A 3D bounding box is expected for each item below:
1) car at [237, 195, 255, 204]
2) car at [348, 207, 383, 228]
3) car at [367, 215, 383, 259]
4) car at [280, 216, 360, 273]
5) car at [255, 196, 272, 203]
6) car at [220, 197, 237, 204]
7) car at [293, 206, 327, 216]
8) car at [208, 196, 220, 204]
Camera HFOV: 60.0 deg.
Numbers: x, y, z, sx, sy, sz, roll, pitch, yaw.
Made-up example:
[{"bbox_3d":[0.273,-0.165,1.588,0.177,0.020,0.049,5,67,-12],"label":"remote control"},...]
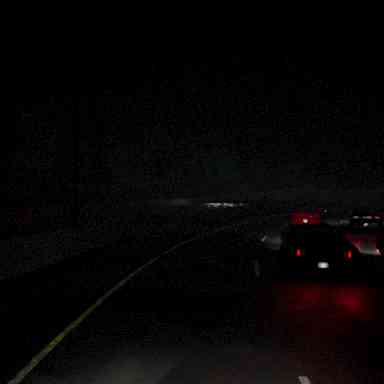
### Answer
[{"bbox_3d":[11.351,1.474,67.277,2.097,1.767,4.553,0,0,28],"label":"car"},{"bbox_3d":[11.342,1.721,21.762,2.128,1.511,4.902,0,0,27],"label":"car"},{"bbox_3d":[7.304,1.655,9.930,2.033,1.411,5.357,0,-1,11],"label":"car"},{"bbox_3d":[4.014,1.719,11.191,1.895,1.301,4.718,0,-1,12],"label":"car"},{"bbox_3d":[14.469,1.601,65.689,1.837,1.490,4.892,0,1,28],"label":"car"},{"bbox_3d":[8.179,1.678,68.759,2.033,1.411,5.357,0,1,28],"label":"car"},{"bbox_3d":[8.511,1.726,23.897,1.882,1.535,5.008,0,0,27],"label":"car"},{"bbox_3d":[5.075,1.655,70.377,1.837,1.490,4.892,0,1,28],"label":"car"}]
